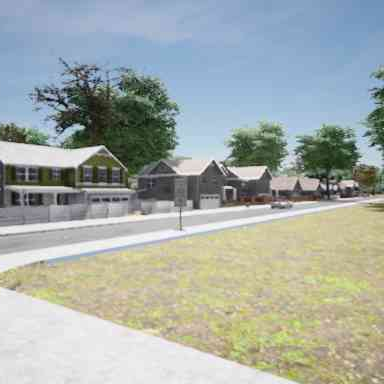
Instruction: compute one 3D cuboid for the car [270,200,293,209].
[{"bbox_3d":[12.881,1.744,47.636,1.895,1.301,4.718,-1,0,35],"label":"car"}]
